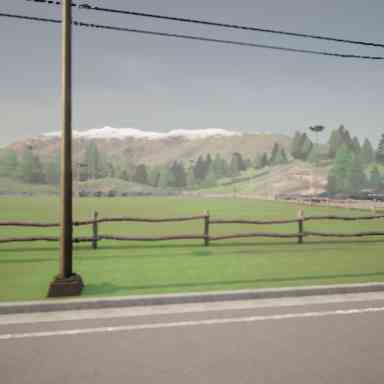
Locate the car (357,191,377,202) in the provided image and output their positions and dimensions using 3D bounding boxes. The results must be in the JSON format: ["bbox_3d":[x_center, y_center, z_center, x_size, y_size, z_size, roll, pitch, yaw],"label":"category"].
[{"bbox_3d":[32.388,0.906,64.291,2.150,2.045,5.566,0,1,-11],"label":"car"}]

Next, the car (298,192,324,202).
[{"bbox_3d":[22.152,1.183,62.104,1.994,1.385,4.181,0,0,-10],"label":"car"}]

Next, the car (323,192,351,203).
[{"bbox_3d":[25.930,1.208,60.904,2.033,1.411,5.357,0,1,-10],"label":"car"}]

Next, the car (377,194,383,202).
[{"bbox_3d":[35.761,1.198,65.276,1.837,1.490,4.892,0,1,-11],"label":"car"}]

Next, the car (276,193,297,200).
[{"bbox_3d":[20.086,1.000,72.629,2.033,1.411,5.357,0,1,-11],"label":"car"}]

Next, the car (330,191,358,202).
[{"bbox_3d":[28.888,1.182,63.947,2.128,1.511,4.902,0,1,-11],"label":"car"}]

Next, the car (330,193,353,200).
[{"bbox_3d":[33.834,1.078,75.277,2.033,1.411,5.357,0,1,-11],"label":"car"}]
